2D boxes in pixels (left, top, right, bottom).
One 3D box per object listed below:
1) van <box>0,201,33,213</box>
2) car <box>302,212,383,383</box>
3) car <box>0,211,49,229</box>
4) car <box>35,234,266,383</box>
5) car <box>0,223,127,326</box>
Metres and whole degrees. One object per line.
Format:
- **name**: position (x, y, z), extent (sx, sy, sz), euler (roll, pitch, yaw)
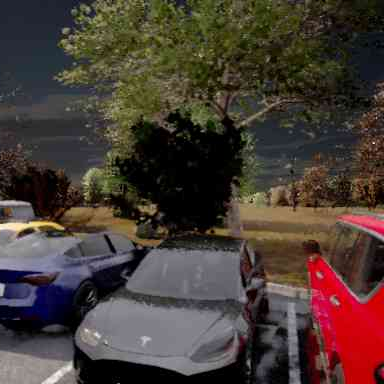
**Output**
- **van**: position (-7.156, 1.273, 10.510), extent (1.878, 1.987, 4.442), euler (0, -1, 16)
- **car**: position (2.550, 1.235, 3.716), extent (2.435, 2.045, 5.566), euler (0, -1, 16)
- **car**: position (-4.761, 1.491, 8.705), extent (1.946, 1.575, 5.366), euler (0, -1, 16)
- **car**: position (0.121, 1.519, 5.388), extent (2.163, 1.488, 4.792), euler (0, -1, 16)
- **car**: position (-2.289, 1.523, 7.180), extent (2.163, 1.488, 4.792), euler (0, -1, 16)
